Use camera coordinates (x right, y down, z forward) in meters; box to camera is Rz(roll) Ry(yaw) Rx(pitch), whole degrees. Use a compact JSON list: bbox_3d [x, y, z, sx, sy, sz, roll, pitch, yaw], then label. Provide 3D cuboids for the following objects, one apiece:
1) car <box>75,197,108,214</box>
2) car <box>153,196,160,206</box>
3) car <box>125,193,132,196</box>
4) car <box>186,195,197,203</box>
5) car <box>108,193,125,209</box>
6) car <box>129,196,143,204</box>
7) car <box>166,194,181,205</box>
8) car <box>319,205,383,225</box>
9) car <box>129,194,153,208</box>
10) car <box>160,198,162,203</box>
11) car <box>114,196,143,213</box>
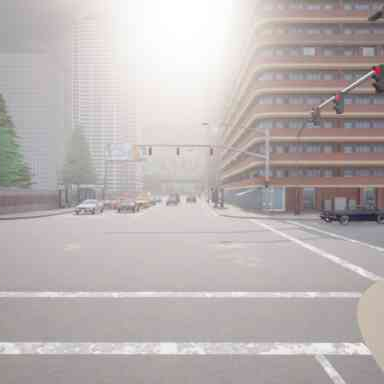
[{"bbox_3d":[-10.658,1.526,34.893,1.812,1.442,4.674,0,0,2],"label":"car"},{"bbox_3d":[-7.179,1.491,56.548,2.128,1.511,4.902,0,0,0],"label":"car"},{"bbox_3d":[-10.683,1.221,53.568,2.150,2.045,5.566,0,0,0],"label":"car"},{"bbox_3d":[-0.118,1.350,69.644,2.097,1.767,4.553,0,0,0],"label":"car"},{"bbox_3d":[-10.672,1.352,43.839,2.097,1.767,4.553,0,0,0],"label":"car"},{"bbox_3d":[-10.651,1.505,63.985,1.837,1.490,4.892,0,0,0],"label":"car"},{"bbox_3d":[-3.497,1.547,58.154,2.033,1.411,5.357,0,0,0],"label":"car"},{"bbox_3d":[11.384,1.545,23.162,4.718,1.301,1.895,0,0,-13],"label":"car"},{"bbox_3d":[-7.177,1.477,47.069,1.882,1.535,5.008,0,0,0],"label":"car"},{"bbox_3d":[-7.138,1.526,66.773,1.812,1.442,4.674,0,0,0],"label":"car"},{"bbox_3d":[-7.148,1.526,37.730,1.812,1.442,4.674,0,0,0],"label":"car"}]
